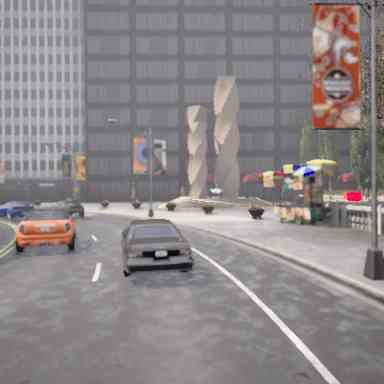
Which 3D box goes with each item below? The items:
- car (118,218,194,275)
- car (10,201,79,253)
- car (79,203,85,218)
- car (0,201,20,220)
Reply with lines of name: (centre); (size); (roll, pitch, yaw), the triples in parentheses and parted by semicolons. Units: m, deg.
car: (-1.294, 1.545, 10.517); (2.033, 1.411, 5.357); (0, 0, -13)
car: (-6.109, 1.387, 14.334); (2.097, 1.767, 4.553); (-1, 0, -19)
car: (-11.241, 1.562, 29.786); (1.837, 1.490, 4.892); (0, 0, -40)
car: (-15.509, 1.573, 29.278); (1.882, 1.535, 5.008); (0, 0, -43)
